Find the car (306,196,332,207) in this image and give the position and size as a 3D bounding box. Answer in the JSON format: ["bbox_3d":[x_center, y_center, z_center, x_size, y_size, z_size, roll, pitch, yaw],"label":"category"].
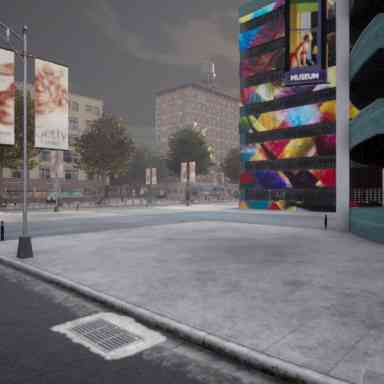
[{"bbox_3d":[19.549,1.416,51.055,2.161,1.482,4.786,0,0,43],"label":"car"}]

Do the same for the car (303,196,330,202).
[{"bbox_3d":[14.237,1.323,39.328,2.002,1.452,4.674,0,0,43],"label":"car"}]
